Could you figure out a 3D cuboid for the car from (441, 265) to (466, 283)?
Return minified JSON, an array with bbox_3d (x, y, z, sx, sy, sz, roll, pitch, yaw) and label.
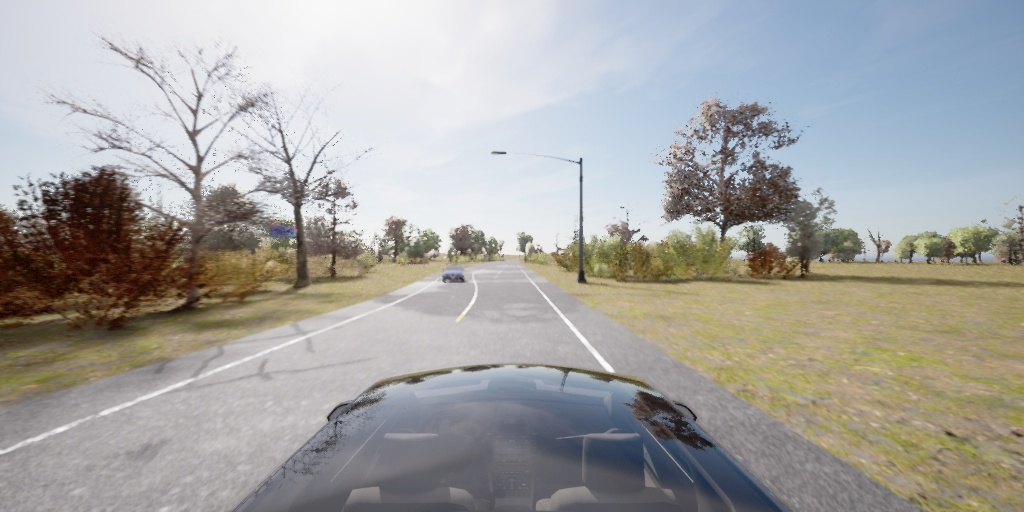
[{"bbox_3d":[-5.107,1.522,31.634,1.812,1.442,4.674,0,0,-7],"label":"car"}]
